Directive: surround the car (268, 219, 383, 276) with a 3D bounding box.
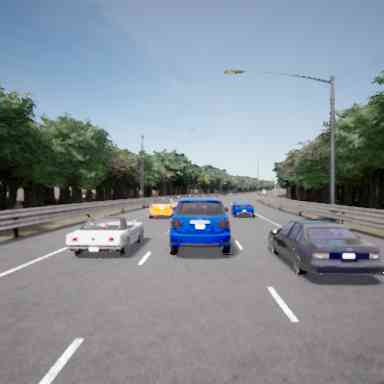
[{"bbox_3d":[3.747,1.552,10.313,2.033,1.411,5.357,0,0,1],"label":"car"}]

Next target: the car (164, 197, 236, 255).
[{"bbox_3d":[0.338,1.223,13.517,2.150,2.045,5.566,0,0,2],"label":"car"}]

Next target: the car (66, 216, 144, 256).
[{"bbox_3d":[-3.173,1.600,13.196,1.895,1.301,4.718,0,0,2],"label":"car"}]

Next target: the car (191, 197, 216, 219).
[{"bbox_3d":[1.095,1.343,29.641,2.097,1.767,4.553,0,0,4],"label":"car"}]

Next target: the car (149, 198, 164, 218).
[{"bbox_3d":[-2.407,1.340,29.721,2.097,1.767,4.553,0,0,4],"label":"car"}]

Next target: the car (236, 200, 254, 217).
[{"bbox_3d":[4.709,1.470,31.350,1.882,1.535,5.008,0,0,4],"label":"car"}]
